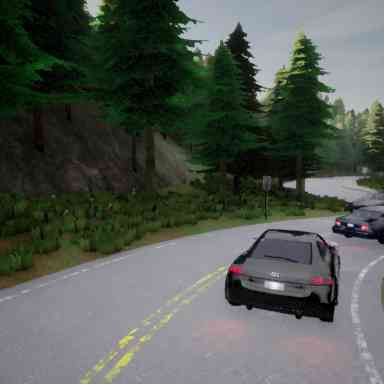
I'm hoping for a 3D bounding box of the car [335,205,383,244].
[{"bbox_3d":[8.598,1.372,14.966,5.357,1.411,2.033,-1,5,-33],"label":"car"}]

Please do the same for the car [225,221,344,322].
[{"bbox_3d":[2.213,1.532,7.443,1.994,1.385,4.181,2,2,24],"label":"car"}]
